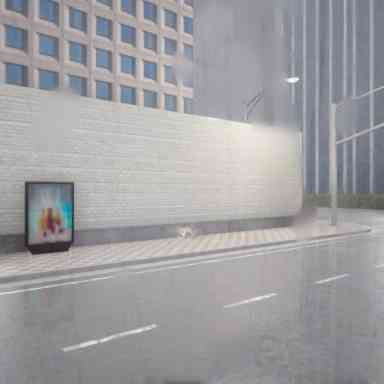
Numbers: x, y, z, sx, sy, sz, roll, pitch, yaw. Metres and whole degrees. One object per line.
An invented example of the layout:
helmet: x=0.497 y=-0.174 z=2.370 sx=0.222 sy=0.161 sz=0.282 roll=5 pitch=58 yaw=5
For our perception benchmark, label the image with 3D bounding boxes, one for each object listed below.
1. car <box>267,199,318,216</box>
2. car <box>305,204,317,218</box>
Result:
car: x=10.417 y=1.546 z=34.837 sx=2.128 sy=1.511 sz=4.902 roll=0 pitch=0 yaw=-36
car: x=9.037 y=1.532 z=30.751 sx=1.882 sy=1.535 sz=5.008 roll=0 pitch=0 yaw=-36
